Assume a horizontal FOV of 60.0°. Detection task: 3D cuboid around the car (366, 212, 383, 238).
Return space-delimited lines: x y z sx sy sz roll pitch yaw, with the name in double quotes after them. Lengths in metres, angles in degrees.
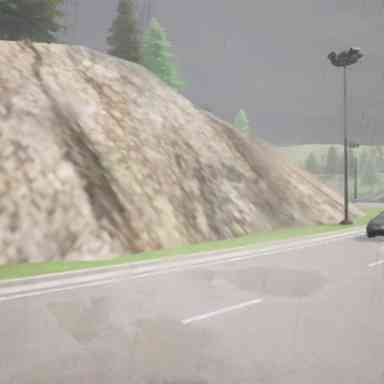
10.814 1.682 17.518 4.181 1.385 1.994 0 -1 -44 "car"
